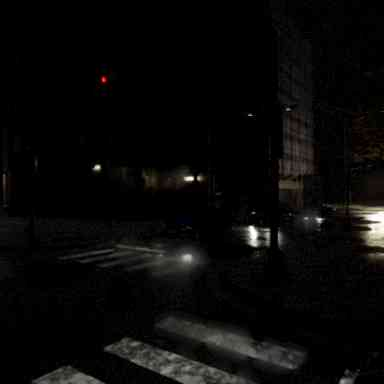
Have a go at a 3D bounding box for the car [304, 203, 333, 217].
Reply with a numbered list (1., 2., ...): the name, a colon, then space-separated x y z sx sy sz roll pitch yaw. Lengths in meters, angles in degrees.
1. car: 13.849 1.901 36.232 2.033 1.411 5.357 -1 -1 37

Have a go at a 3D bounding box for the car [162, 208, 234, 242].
1. car: 0.451 1.685 18.072 1.882 1.535 5.008 -1 -1 36

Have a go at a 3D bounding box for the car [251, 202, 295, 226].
1. car: 6.376 1.620 26.112 2.097 1.767 4.553 -1 -1 37

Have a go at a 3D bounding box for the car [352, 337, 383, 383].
1. car: 3.117 1.326 1.461 4.553 1.767 2.097 -1 0 36
